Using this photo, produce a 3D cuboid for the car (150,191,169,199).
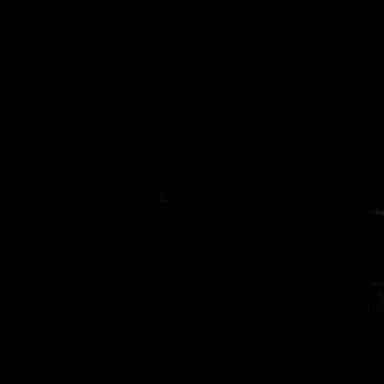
[{"bbox_3d":[-6.145,0.580,63.257,1.882,1.535,5.008,-2,2,-36],"label":"car"}]
